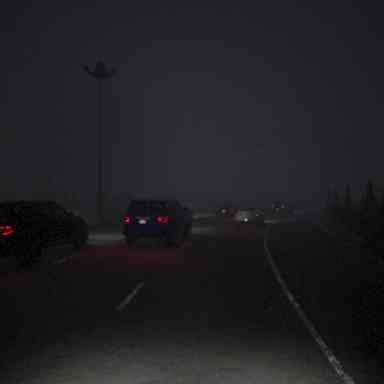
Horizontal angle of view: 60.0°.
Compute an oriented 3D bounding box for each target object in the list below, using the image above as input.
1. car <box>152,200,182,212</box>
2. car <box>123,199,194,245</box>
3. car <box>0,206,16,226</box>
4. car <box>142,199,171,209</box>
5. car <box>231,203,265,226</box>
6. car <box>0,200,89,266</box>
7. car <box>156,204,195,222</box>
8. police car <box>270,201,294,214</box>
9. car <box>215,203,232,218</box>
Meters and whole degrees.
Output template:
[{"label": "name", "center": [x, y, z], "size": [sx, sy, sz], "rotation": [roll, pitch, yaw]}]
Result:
[{"label": "car", "center": [-3.187, 1.859, 44.062], "size": [1.812, 1.442, 4.674], "rotation": [0, -1, 27]}, {"label": "car", "center": [-1.531, 1.348, 16.523], "size": [2.150, 2.045, 5.566], "rotation": [0, 0, 11]}, {"label": "car", "center": [-14.576, 1.705, 22.921], "size": [1.994, 1.385, 4.181], "rotation": [0, 0, 14]}, {"label": "car", "center": [-5.746, 1.899, 53.964], "size": [2.128, 1.511, 4.902], "rotation": [0, -1, 31]}, {"label": "car", "center": [4.472, 1.735, 25.425], "size": [1.812, 1.442, 4.674], "rotation": [0, 0, 18]}, {"label": "car", "center": [-5.840, 1.302, 12.100], "size": [2.150, 2.045, 5.566], "rotation": [0, 0, 8]}, {"label": "car", "center": [-1.392, 1.831, 30.048], "size": [1.895, 1.301, 4.718], "rotation": [0, 0, 19]}, {"label": "police car", "center": [11.031, 1.849, 40.506], "size": [2.038, 1.542, 4.974], "rotation": [0, 0, 28]}, {"label": "car", "center": [3.832, 1.835, 33.691], "size": [1.994, 1.385, 4.181], "rotation": [0, 0, 23]}]
